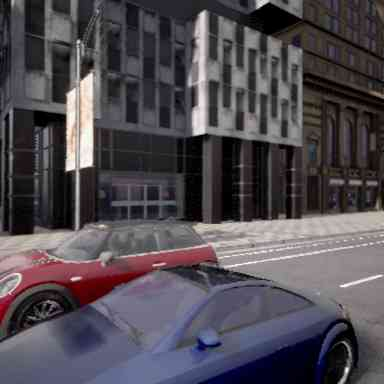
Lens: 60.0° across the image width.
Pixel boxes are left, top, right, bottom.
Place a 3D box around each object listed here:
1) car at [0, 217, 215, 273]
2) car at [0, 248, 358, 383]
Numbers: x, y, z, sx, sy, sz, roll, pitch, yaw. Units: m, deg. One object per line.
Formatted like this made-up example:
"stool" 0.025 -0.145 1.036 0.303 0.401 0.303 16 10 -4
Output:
"car" -1.611 1.378 6.529 4.553 1.767 2.097 1 0 -36
"car" -0.040 1.585 3.656 4.181 1.385 1.994 1 0 -36
